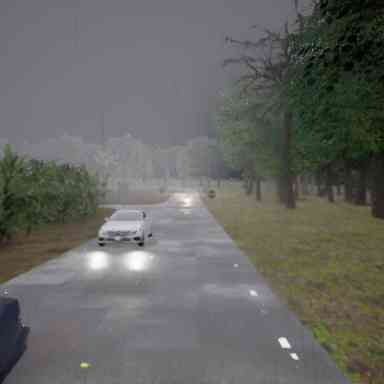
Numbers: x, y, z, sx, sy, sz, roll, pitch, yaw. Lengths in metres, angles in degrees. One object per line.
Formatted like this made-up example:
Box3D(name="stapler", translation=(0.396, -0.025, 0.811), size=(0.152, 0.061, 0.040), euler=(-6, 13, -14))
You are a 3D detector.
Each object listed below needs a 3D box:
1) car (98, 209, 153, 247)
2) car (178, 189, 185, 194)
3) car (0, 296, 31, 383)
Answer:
Box3D(name="car", translation=(-2.865, 1.508, 15.141), size=(1.812, 1.442, 4.674), euler=(0, 0, 0))
Box3D(name="car", translation=(-2.948, -0.172, 91.304), size=(2.033, 1.411, 5.357), euler=(0, 2, 0))
Box3D(name="car", translation=(-2.849, 1.555, 1.624), size=(2.033, 1.411, 5.357), euler=(0, 0, 0))
